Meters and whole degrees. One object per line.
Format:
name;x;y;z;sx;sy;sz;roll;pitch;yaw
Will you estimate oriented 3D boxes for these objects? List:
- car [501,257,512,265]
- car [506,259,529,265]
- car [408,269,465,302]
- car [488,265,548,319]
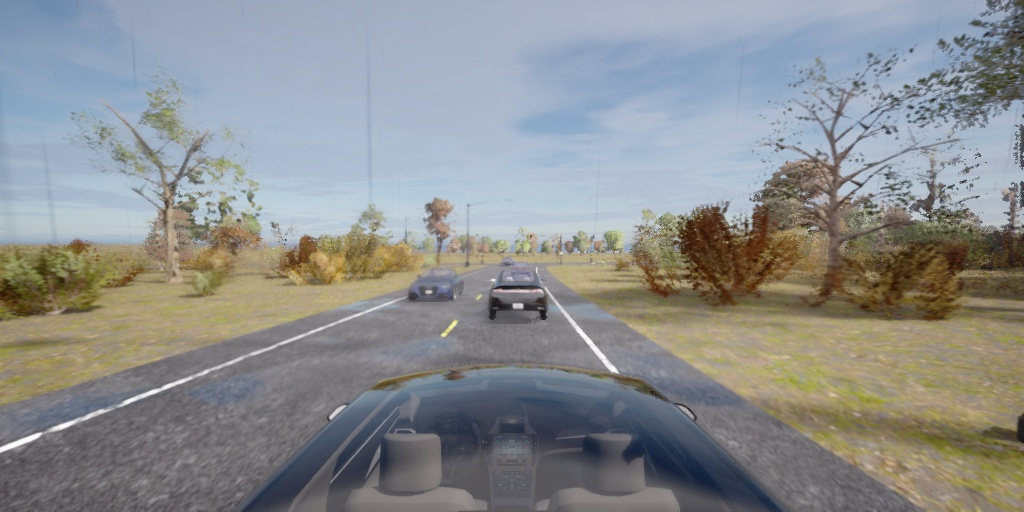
car;-0.784;0.927;63.923;2.097;1.767;4.553;0;0;5
car;0.846;1.239;33.539;2.033;1.411;5.357;0;0;3
car;-3.404;1.288;16.784;1.994;1.385;4.181;0;0;1
car;0.216;1.227;12.701;2.128;1.511;4.902;0;0;1
